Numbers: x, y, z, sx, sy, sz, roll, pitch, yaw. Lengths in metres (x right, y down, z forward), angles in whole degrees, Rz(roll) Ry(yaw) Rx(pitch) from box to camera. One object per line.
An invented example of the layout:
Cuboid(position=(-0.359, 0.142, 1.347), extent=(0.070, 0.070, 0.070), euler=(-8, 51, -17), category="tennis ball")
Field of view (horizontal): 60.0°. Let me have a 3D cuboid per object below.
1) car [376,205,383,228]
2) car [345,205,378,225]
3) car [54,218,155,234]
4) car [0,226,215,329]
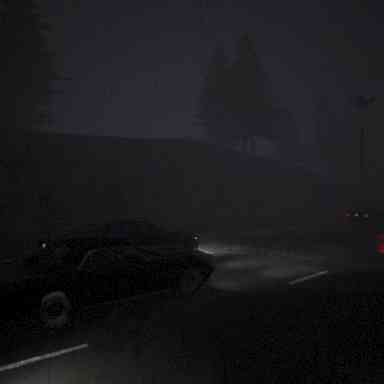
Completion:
Cuboid(position=(13.098, 1.627, 20.044), extent=(4.674, 1.442, 1.812), euler=(0, 0, -42), category="car")
Cuboid(position=(13.411, 1.669, 24.990), extent=(5.357, 1.411, 2.033), euler=(0, 0, -42), category="car")
Cuboid(position=(-2.279, 1.589, 11.096), extent=(5.357, 1.411, 2.033), euler=(0, 0, -40), category="car")
Cuboid(position=(-1.762, 1.626, 7.039), extent=(4.718, 1.301, 1.895), euler=(0, 0, -38), category="car")
